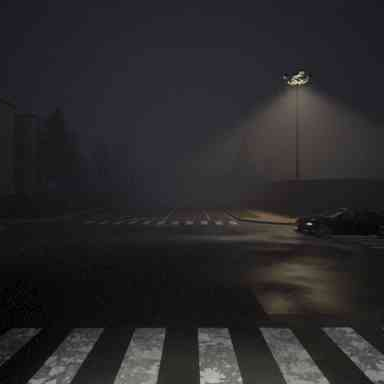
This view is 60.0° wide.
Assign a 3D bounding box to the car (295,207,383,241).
[{"bbox_3d":[7.545,1.493,16.177,4.902,1.511,2.128,0,0,1],"label":"car"}]
